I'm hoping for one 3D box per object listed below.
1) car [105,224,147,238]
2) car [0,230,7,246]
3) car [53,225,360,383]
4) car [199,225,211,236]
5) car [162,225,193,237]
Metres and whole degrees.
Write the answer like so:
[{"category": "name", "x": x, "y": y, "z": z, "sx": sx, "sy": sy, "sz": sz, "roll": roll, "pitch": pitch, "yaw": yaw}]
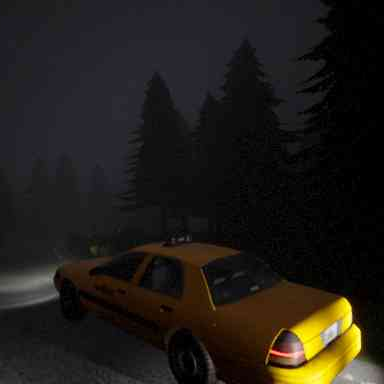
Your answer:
[{"category": "car", "x": -7.301, "y": 4.440, "z": 37.600, "sx": 2.033, "sy": 1.411, "sz": 5.357, "roll": -4, "pitch": -8, "yaw": 22}, {"category": "car", "x": -11.801, "y": 2.424, "z": 17.929, "sx": 1.895, "sy": 1.301, "sz": 4.718, "roll": -3, "pitch": -4, "yaw": -11}, {"category": "car", "x": -0.394, "y": 1.432, "z": 5.234, "sx": 5.366, "sy": 1.575, "sz": 1.801, "roll": 0, "pitch": 1, "yaw": 44}, {"category": "car", "x": 2.724, "y": 7.971, "z": 69.175, "sx": 2.150, "sy": 2.045, "sz": 5.566, "roll": -4, "pitch": -8, "yaw": 6}, {"category": "car", "x": -2.024, "y": 5.449, "z": 46.749, "sx": 1.882, "sy": 1.535, "sz": 5.008, "roll": -5, "pitch": -8, "yaw": 31}]
